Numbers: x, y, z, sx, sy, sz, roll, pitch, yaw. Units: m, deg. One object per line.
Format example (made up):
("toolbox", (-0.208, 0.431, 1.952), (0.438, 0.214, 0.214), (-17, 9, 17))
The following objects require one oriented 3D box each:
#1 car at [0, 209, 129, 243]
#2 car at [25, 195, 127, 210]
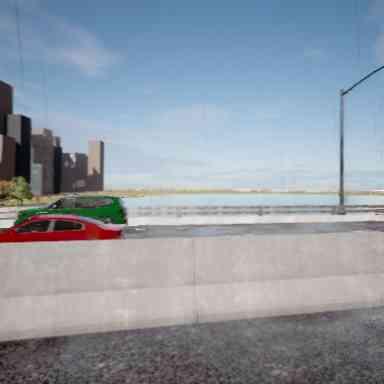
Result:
("car", (-4.590, 1.453, 10.469), (5.008, 1.535, 1.882), (0, 0, -14))
("car", (-6.096, 1.186, 17.308), (5.566, 2.045, 2.150), (0, 0, -14))
